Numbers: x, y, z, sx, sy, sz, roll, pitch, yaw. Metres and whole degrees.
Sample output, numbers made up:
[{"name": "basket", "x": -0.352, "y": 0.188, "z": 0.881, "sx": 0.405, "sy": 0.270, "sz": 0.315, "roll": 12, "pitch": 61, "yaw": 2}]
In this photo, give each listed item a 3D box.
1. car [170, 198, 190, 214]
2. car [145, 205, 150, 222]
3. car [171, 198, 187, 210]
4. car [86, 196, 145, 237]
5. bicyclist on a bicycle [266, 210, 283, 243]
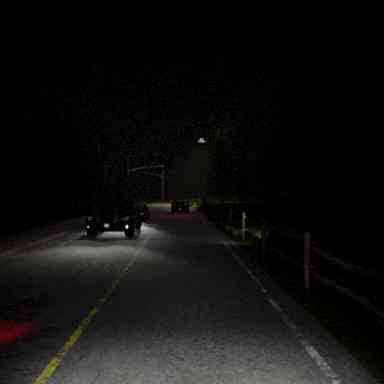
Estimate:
[{"name": "car", "x": -1.263, "y": 1.497, "z": 35.136, "sx": 2.128, "sy": 1.511, "sz": 4.902, "roll": 0, "pitch": 0, "yaw": -2}, {"name": "car", "x": -4.416, "y": 1.650, "z": 26.326, "sx": 1.895, "sy": 1.301, "sz": 4.718, "roll": 0, "pitch": 0, "yaw": -3}, {"name": "car", "x": -1.809, "y": 1.552, "z": 45.302, "sx": 2.033, "sy": 1.411, "sz": 5.357, "roll": 0, "pitch": 0, "yaw": -3}, {"name": "car", "x": -4.111, "y": 1.227, "z": 18.292, "sx": 2.150, "sy": 2.045, "sz": 5.566, "roll": 0, "pitch": 0, "yaw": -3}, {"name": "bicyclist on a bicycle", "x": 2.981, "y": 1.479, "z": 12.277, "sx": 0.582, "sy": 1.620, "sz": 1.656, "roll": 5, "pitch": -2, "yaw": -12}]
